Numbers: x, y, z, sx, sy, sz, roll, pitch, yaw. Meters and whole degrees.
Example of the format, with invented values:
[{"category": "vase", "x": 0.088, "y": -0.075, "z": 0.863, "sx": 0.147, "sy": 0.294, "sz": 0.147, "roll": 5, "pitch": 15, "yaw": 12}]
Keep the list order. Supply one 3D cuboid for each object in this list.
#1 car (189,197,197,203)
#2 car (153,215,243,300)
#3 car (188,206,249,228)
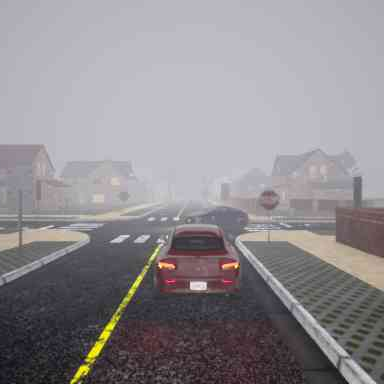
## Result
[{"category": "car", "x": 0.182, "y": 1.807, "z": 75.308, "sx": 2.033, "sy": 1.411, "sz": 5.357, "roll": 0, "pitch": 0, "yaw": 0}, {"category": "car", "x": 0.124, "y": 1.526, "z": 8.294, "sx": 1.812, "sy": 1.442, "sz": 4.674, "roll": 0, "pitch": 0, "yaw": 0}, {"category": "car", "x": 1.608, "y": 1.594, "z": 21.482, "sx": 4.181, "sy": 1.385, "sz": 1.994, "roll": 0, "pitch": 0, "yaw": -25}]
